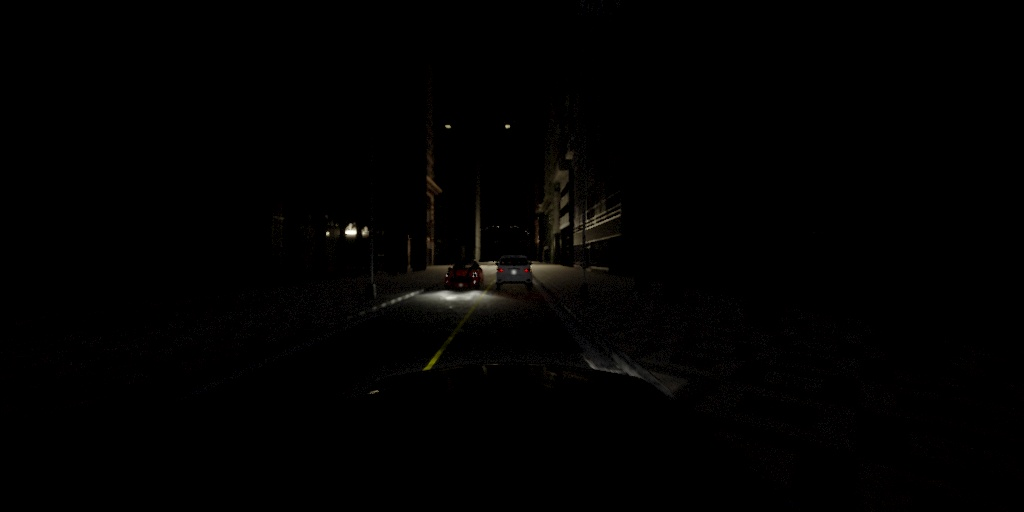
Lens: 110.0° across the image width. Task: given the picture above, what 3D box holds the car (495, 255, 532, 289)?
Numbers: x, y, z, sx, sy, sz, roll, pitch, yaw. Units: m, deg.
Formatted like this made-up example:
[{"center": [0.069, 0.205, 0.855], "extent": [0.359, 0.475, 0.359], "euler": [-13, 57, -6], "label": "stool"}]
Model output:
[{"center": [0.112, 0.979, 23.090], "extent": [2.150, 2.045, 5.566], "euler": [0, 0, 0], "label": "car"}]

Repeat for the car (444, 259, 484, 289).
[{"center": [-2.989, 1.116, 23.203], "extent": [2.097, 1.767, 4.553], "euler": [0, 0, 0], "label": "car"}]
